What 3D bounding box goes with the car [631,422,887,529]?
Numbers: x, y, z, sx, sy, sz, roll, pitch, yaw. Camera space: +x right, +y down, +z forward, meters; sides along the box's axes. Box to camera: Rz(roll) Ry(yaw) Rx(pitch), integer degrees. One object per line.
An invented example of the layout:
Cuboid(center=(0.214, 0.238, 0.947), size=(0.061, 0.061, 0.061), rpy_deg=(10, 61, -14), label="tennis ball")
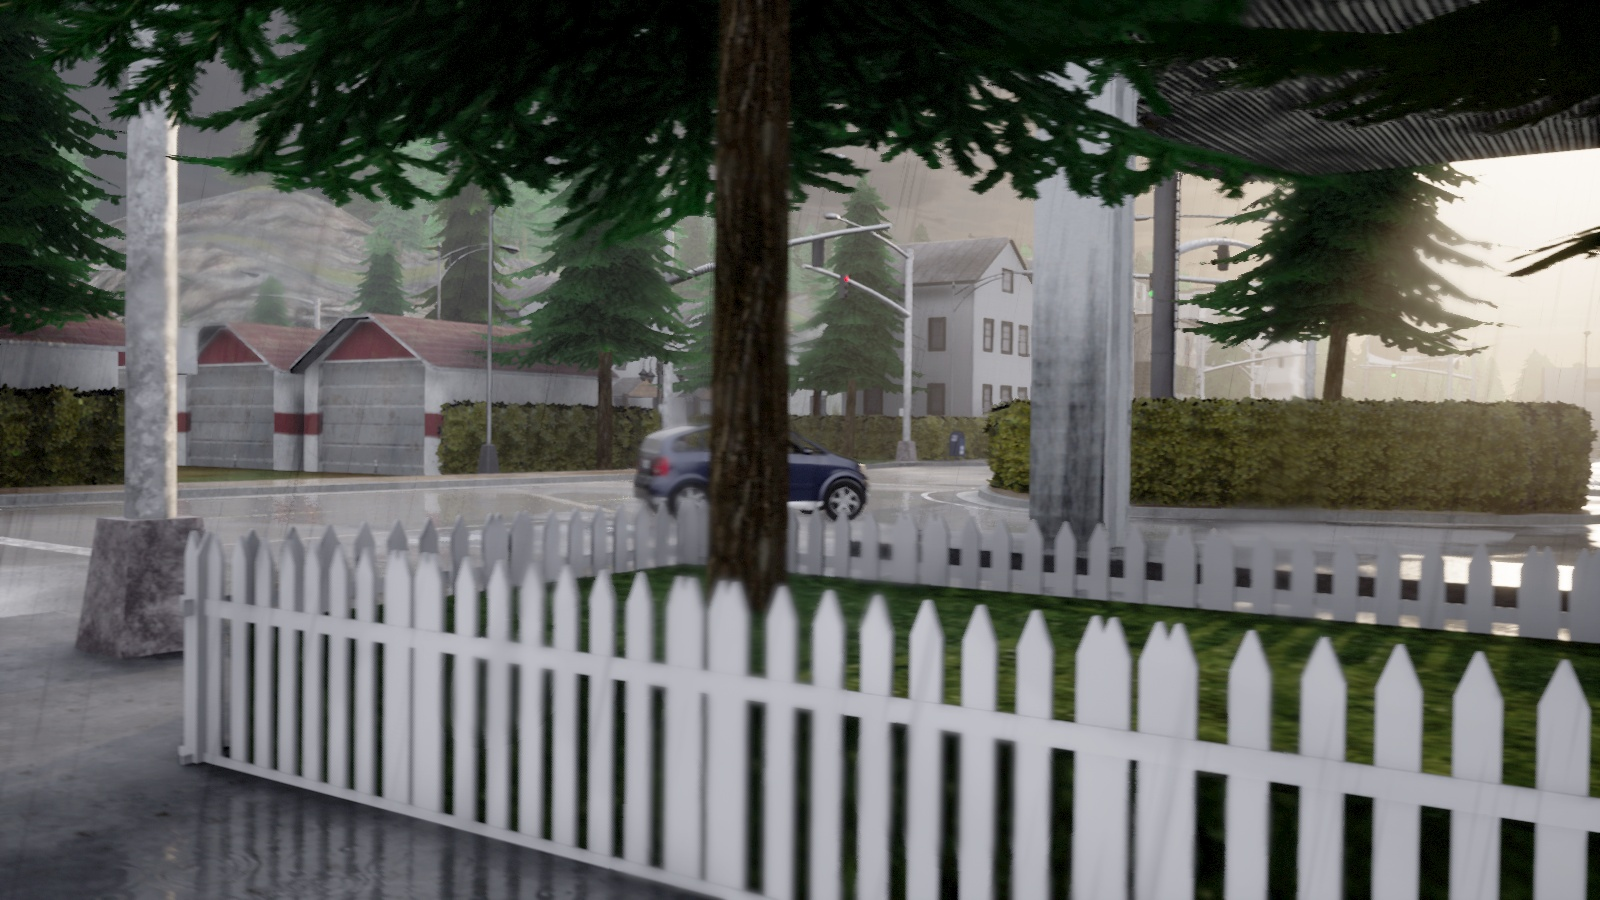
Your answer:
Cuboid(center=(-0.668, 0.347, 20.039), size=(3.705, 1.549, 1.789), rpy_deg=(-1, 2, -20), label="car")
